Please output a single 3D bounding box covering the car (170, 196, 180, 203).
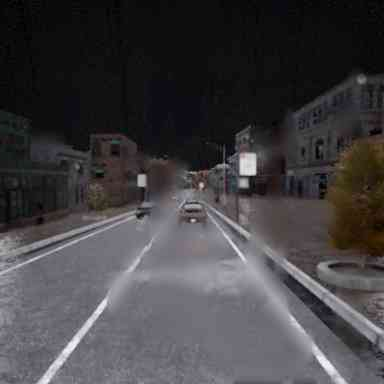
[{"bbox_3d":[-3.474,1.557,69.490,1.812,1.442,4.674,0,0,0],"label":"car"}]

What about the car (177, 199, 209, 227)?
[{"bbox_3d":[0.063,1.480,22.543,1.837,1.490,4.892,0,0,0],"label":"car"}]

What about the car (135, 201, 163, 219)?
[{"bbox_3d":[-3.587,1.521,28.680,2.033,1.411,5.357,0,0,0],"label":"car"}]

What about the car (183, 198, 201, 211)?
[{"bbox_3d":[-0.021,1.531,41.258,2.033,1.411,5.357,0,0,0],"label":"car"}]
